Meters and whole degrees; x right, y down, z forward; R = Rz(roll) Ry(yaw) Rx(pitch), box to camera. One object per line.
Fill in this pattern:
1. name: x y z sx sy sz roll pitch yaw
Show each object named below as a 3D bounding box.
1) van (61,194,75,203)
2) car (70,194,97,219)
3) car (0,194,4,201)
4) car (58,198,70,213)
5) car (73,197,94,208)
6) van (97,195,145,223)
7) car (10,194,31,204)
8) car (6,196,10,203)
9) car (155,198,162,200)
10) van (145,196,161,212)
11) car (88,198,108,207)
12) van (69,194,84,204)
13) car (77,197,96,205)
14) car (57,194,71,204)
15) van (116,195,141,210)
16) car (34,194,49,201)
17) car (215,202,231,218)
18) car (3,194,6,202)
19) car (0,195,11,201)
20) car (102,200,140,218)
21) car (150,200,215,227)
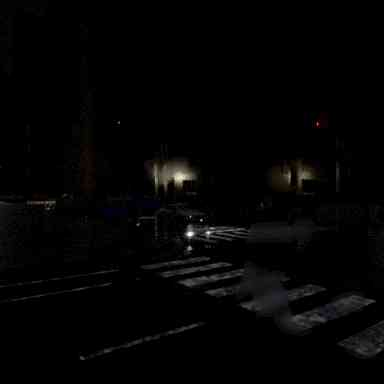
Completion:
1. van: -24.878 1.330 66.610 1.690 1.788 3.998 0 0 -36
2. car: -8.655 1.284 29.339 2.192 1.841 5.009 0 0 -36
3. car: -41.728 1.530 75.486 1.947 1.339 4.313 0 0 -36
4. car: -11.963 1.548 33.953 1.802 1.307 4.206 0 0 -36
5. car: -16.408 1.506 50.135 1.812 1.442 4.674 0 0 -35
6. van: -5.348 1.314 24.724 1.690 1.788 3.998 0 0 -36
7. car: -31.806 1.514 61.641 2.008 1.369 4.403 0 0 -36
8. car: -35.113 1.404 66.256 1.967 1.590 4.097 0 0 -36
9. car: -1.728 1.577 34.306 1.802 1.307 4.206 0 0 -36
10. van: -5.035 1.333 38.921 1.690 1.788 3.998 0 0 -36
11. car: -14.957 1.570 52.764 1.802 1.307 4.206 0 0 -36
12. van: -21.571 1.330 61.995 1.690 1.788 3.998 0 0 -36
13. car: -18.264 1.570 57.379 1.802 1.307 4.206 0 0 -36
14. car: -22.419 1.528 58.436 2.033 1.411 5.357 0 0 -36
15. van: -8.342 1.330 43.536 1.690 1.788 3.998 0 0 -36
16. car: -38.106 1.305 85.069 2.192 1.841 5.009 0 0 -36
17. car: 1.580 1.549 29.691 2.008 1.369 4.403 0 0 -36
18. car: -38.321 1.489 70.733 1.752 1.417 4.829 0 0 -36
19. car: -44.935 1.490 79.961 1.752 1.417 4.829 0 0 -36
20. car: -6.761 1.503 31.265 1.812 1.442 4.674 0 0 -35
21. car: -0.780 1.510 22.934 1.812 1.442 4.674 0 0 -36
